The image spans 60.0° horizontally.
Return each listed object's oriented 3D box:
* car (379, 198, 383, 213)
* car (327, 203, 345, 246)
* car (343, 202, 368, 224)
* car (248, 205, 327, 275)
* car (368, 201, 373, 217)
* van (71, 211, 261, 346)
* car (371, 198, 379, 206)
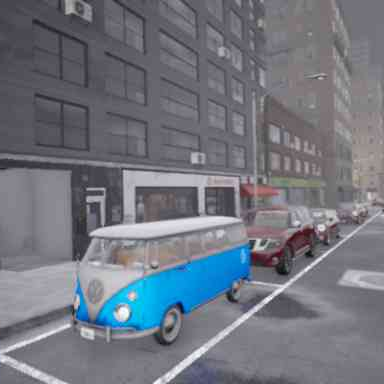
[{"bbox_3d":[22.711,1.270,37.425,2.150,2.045,5.566,-1,-1,33],"label":"car"},{"bbox_3d":[5.726,1.528,15.740,1.967,1.590,4.097,-2,-1,33],"label":"car"},{"bbox_3d":[11.761,1.535,25.141,1.967,1.590,4.097,-2,-1,33],"label":"car"},{"bbox_3d":[2.705,1.399,11.042,2.192,1.841,5.009,-2,-1,33],"label":"car"},{"bbox_3d":[14.782,1.679,29.839,1.802,1.307,4.206,-2,-1,33],"label":"car"},{"bbox_3d":[-0.312,1.421,6.341,1.690,1.788,3.998,-2,-1,33],"label":"van"},{"bbox_3d":[29.869,1.645,53.342,1.887,1.381,4.507,-2,-1,33],"label":"car"}]
